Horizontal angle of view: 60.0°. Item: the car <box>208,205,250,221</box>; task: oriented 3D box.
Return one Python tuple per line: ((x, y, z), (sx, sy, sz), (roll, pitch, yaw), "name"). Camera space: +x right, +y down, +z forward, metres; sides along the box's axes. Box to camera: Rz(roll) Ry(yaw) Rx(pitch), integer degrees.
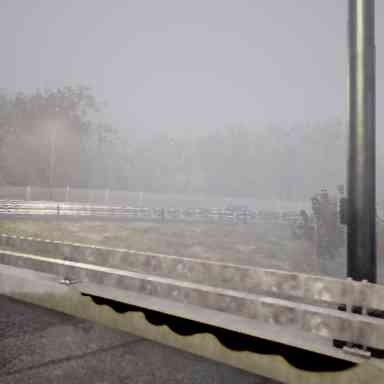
((4.846, 2.675, 43.164), (5.566, 2.045, 2.150), (4, -1, -24), "car")
